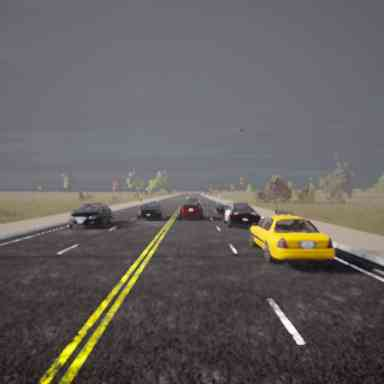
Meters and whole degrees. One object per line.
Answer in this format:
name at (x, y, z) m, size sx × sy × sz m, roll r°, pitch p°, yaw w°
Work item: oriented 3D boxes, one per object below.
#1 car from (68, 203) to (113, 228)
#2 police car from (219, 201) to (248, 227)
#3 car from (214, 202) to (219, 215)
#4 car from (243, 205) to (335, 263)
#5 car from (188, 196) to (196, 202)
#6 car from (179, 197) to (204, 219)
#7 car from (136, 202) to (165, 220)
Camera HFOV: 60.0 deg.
car at (-6.596, 1.490, 22.092) m, size 2.128 × 1.511 × 4.902 m, roll 0°, pitch 0°, yaw 0°
police car at (3.254, 1.503, 22.745) m, size 2.038 × 1.542 × 4.974 m, roll 0°, pitch 0°, yaw 0°
car at (3.255, 1.593, 33.774) m, size 1.895 × 1.301 × 4.718 m, roll 0°, pitch 0°, yaw 0°
car at (3.252, 1.457, 11.935) m, size 1.801 × 1.575 × 5.366 m, roll 0°, pitch 0°, yaw 0°
car at (0.011, 1.548, 74.937) m, size 1.895 × 1.301 × 4.718 m, roll 0°, pitch 0°, yaw 0°
car at (-0.061, 1.499, 29.159) m, size 2.163 × 1.488 × 4.792 m, roll 0°, pitch 0°, yaw 0°
car at (-3.346, 1.560, 27.502) m, size 1.994 × 1.385 × 4.181 m, roll 0°, pitch 0°, yaw 0°
